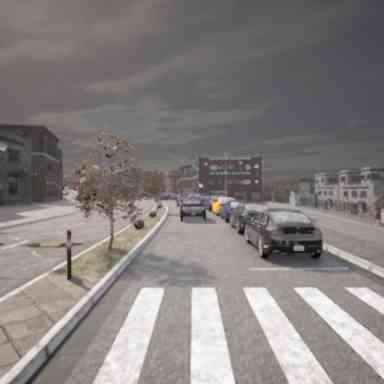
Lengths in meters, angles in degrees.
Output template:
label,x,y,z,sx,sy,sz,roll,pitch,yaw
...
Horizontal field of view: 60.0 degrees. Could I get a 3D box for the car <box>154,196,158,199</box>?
label,x,y,z,sx,sy,sz,roll,pitch,yaw
car,-8.454,1.644,94.109,2.163,1.488,4.792,0,-1,-16

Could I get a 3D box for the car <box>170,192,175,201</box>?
label,x,y,z,sx,sy,sz,roll,pitch,yaw
car,-2.928,1.196,72.606,2.002,1.452,4.674,0,-1,-12

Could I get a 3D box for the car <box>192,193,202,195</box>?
label,x,y,z,sx,sy,sz,roll,pitch,yaw
car,1.553,1.127,45.271,2.002,1.452,4.674,0,0,-6

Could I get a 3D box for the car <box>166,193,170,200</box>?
label,x,y,z,sx,sy,sz,roll,pitch,yaw
car,-4.156,1.278,78.010,2.002,1.452,4.674,0,-1,-13

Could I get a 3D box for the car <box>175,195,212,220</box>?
label,x,y,z,sx,sy,sz,roll,pitch,yaw
car,0.016,1.234,24.758,2.128,1.511,4.902,0,0,-2

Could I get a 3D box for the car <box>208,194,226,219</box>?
label,x,y,z,sx,sy,sz,roll,pitch,yaw
car,2.852,1.185,28.552,2.097,1.535,5.008,0,0,-2

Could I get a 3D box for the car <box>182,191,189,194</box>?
label,x,y,z,sx,sy,sz,roll,pitch,yaw
car,0.107,0.923,56.233,2.185,1.767,4.553,0,0,-8

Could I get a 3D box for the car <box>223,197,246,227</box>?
label,x,y,z,sx,sy,sz,roll,pitch,yaw
car,3.112,1.259,17.460,2.231,1.521,4.892,0,1,0

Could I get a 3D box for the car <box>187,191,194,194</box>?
label,x,y,z,sx,sy,sz,roll,pitch,yaw
car,0.906,1.060,50.654,2.231,1.521,4.892,0,0,-7

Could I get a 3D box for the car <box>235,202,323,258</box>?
label,x,y,z,sx,sy,sz,roll,pitch,yaw
car,3.078,1.317,11.940,2.231,1.521,4.892,0,1,0

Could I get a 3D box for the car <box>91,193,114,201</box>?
label,x,y,z,sx,sy,sz,roll,pitch,yaw
car,-21.485,1.196,79.454,5.566,2.045,2.435,-1,-1,-14

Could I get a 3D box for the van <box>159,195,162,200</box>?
label,x,y,z,sx,sy,sz,roll,pitch,yaw
van,-6.940,1.247,88.871,1.878,1.987,4.442,0,-1,-15

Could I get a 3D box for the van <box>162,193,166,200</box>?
label,x,y,z,sx,sy,sz,roll,pitch,yaw
van,-5.497,1.120,83.525,1.878,1.987,4.442,0,-1,-14

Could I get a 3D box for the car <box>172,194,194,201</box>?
label,x,y,z,sx,sy,sz,roll,pitch,yaw
car,-1.105,1.240,42.146,1.895,1.301,4.718,0,0,-5
